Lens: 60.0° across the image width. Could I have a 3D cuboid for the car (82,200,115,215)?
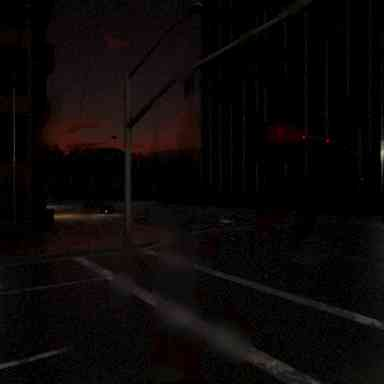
[{"bbox_3d":[-9.837,1.533,34.541,2.033,1.411,5.357,0,0,-34],"label":"car"}]
